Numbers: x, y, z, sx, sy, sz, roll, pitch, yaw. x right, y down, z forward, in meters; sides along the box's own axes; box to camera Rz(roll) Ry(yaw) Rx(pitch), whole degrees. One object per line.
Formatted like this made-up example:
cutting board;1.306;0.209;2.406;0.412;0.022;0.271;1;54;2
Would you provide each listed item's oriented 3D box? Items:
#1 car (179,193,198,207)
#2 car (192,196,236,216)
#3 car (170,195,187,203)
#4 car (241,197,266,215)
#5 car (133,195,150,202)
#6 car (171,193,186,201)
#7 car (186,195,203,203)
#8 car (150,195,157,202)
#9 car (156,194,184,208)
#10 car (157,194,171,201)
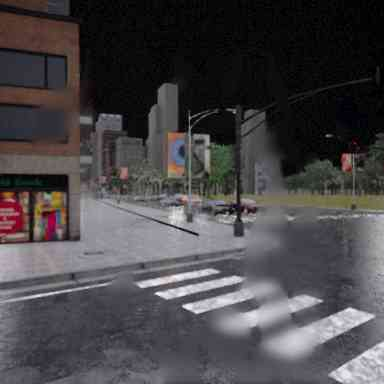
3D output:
car;0.118;1.150;46.104;2.097;1.767;4.553;0;0;-20
car;2.157;1.408;31.245;2.033;1.411;5.357;0;0;-20
car;-2.599;1.259;63.057;1.812;1.442;4.674;0;0;-20
car;5.229;1.319;32.384;1.882;1.535;5.008;0;1;-21
car;-10.112;1.333;64.622;1.994;1.385;4.181;0;0;-20
car;-3.016;1.069;73.528;1.882;1.535;5.008;0;0;-20
car;0.438;1.314;64.215;1.895;1.301;4.718;0;0;-20
car;-7.087;1.289;65.815;2.033;1.411;5.357;0;0;-20
car;-3.055;1.382;45.317;1.994;1.385;4.181;0;0;-20
car;-6.063;1.110;72.398;1.837;1.490;4.892;0;0;-20
